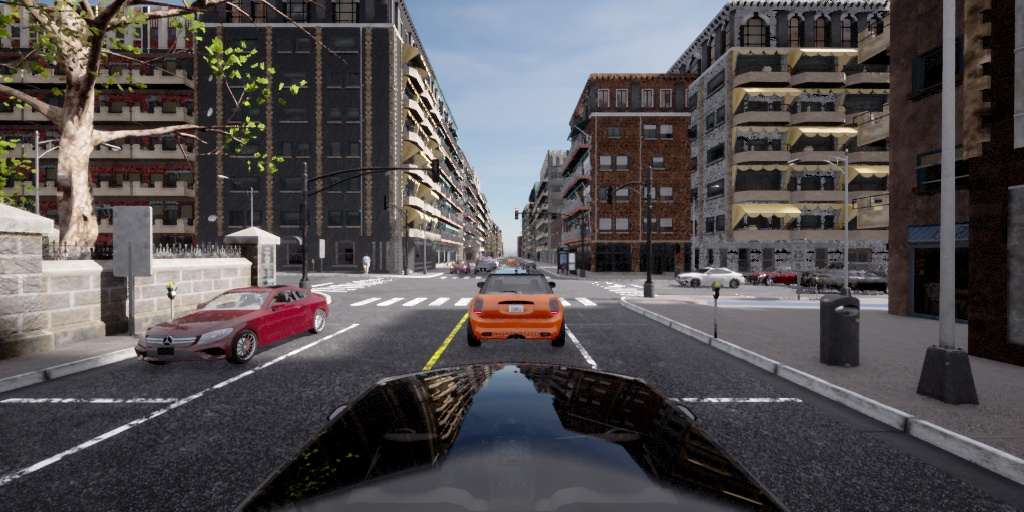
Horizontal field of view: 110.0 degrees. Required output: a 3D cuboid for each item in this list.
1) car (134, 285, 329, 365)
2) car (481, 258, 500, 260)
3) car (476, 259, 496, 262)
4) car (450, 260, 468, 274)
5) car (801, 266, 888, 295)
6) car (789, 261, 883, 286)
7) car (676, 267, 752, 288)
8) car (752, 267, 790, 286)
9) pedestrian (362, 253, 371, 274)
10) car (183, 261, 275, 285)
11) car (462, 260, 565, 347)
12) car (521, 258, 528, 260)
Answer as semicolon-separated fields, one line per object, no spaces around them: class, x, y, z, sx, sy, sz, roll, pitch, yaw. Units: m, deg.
car;-5.700;1.331;7.995;1.802;1.307;4.207;0;0;0
car;-3.171;1.312;49.978;1.994;1.385;4.181;0;0;0
car;-3.160;1.312;41.004;1.994;1.385;4.181;0;0;0
car;-5.756;1.187;40.406;1.967;1.591;4.097;0;0;0
car;22.101;1.667;23.136;4.902;1.511;2.128;1;0;-1
car;24.216;1.417;26.364;5.566;2.045;2.150;1;0;-1
car;14.474;1.549;26.234;4.674;1.442;1.812;1;0;-2
car;21.334;1.570;28.889;4.097;1.591;1.967;0;0;-1
pedestrian;-12.764;0.651;31.386;0.375;1.860;0.375;0;-1;-1
car;-17.685;1.035;22.586;4.181;1.385;1.994;1;0;-1
car;0.113;1.101;9.507;2.097;1.767;4.553;0;0;1
car;2.605;1.298;51.692;2.007;1.370;4.403;0;0;0
